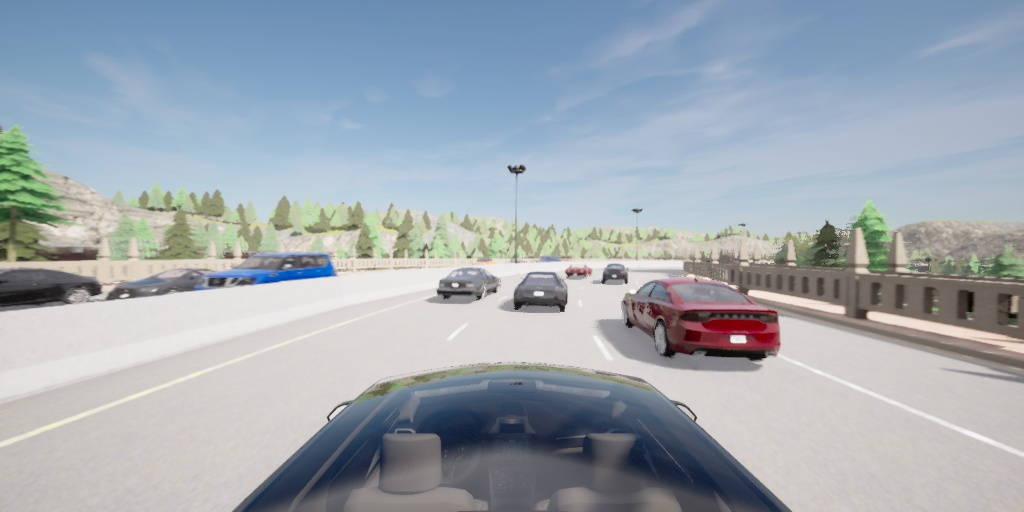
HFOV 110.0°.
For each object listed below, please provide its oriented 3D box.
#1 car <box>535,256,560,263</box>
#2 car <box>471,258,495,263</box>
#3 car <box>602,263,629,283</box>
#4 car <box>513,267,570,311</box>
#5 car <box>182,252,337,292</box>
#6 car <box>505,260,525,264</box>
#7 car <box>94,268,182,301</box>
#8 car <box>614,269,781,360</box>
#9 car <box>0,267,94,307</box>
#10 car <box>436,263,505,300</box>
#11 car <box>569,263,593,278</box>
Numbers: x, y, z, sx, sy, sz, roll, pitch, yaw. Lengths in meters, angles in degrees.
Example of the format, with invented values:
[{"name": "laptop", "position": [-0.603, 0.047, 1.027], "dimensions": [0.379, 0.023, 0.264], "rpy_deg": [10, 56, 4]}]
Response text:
[{"name": "car", "position": [5.428, 0.992, 54.921], "dimensions": [2.150, 2.045, 5.566], "rpy_deg": [0, 0, 33]}, {"name": "car", "position": [-4.312, 1.075, 52.099], "dimensions": [2.097, 1.767, 4.553], "rpy_deg": [0, 0, 29]}, {"name": "car", "position": [8.038, 1.283, 27.857], "dimensions": [1.812, 1.442, 4.674], "rpy_deg": [0, 0, 18]}, {"name": "car", "position": [1.248, 1.293, 14.564], "dimensions": [1.994, 1.385, 4.181], "rpy_deg": [0, 0, 9]}, {"name": "car", "position": [-9.563, 0.869, 14.673], "dimensions": [2.150, 2.045, 5.566], "rpy_deg": [0, 0, 8]}, {"name": "car", "position": [0.419, 1.301, 53.485], "dimensions": [2.033, 1.411, 5.357], "rpy_deg": [0, 0, 31]}, {"name": "car", "position": [-13.090, 1.185, 14.336], "dimensions": [1.994, 1.385, 4.181], "rpy_deg": [0, 0, 8]}, {"name": "car", "position": [3.998, 1.242, 8.511], "dimensions": [1.882, 1.535, 5.008], "rpy_deg": [0, 0, 4]}, {"name": "car", "position": [-16.912, 1.119, 11.959], "dimensions": [1.812, 1.442, 4.674], "rpy_deg": [0, 0, 6]}, {"name": "car", "position": [-1.910, 1.249, 17.295], "dimensions": [2.033, 1.411, 5.357], "rpy_deg": [0, 0, 10]}, {"name": "car", "position": [6.336, 1.348, 33.474], "dimensions": [1.895, 1.301, 4.718], "rpy_deg": [0, 0, 21]}]
